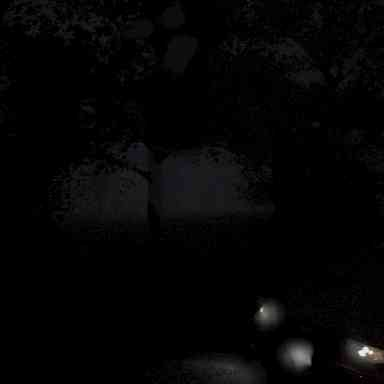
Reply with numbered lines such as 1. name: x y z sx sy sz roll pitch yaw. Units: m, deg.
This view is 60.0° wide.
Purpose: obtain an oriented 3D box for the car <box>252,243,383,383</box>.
1. car: 3.462 1.615 5.539 5.357 1.411 2.033 1 -1 -36
